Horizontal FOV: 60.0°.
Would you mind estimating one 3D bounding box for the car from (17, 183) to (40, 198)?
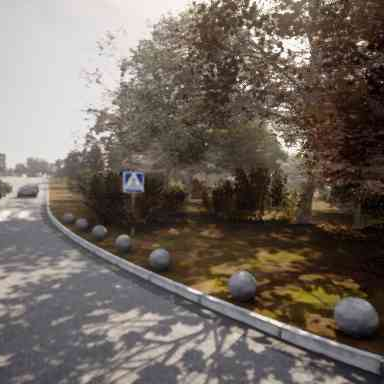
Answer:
[{"bbox_3d":[-18.507,-0.066,37.446,1.994,1.385,4.181,1,2,-24],"label":"car"}]

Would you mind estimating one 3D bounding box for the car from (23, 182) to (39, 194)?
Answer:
[{"bbox_3d":[-22.580,-0.606,46.697,1.812,1.442,4.674,1,3,-23],"label":"car"}]

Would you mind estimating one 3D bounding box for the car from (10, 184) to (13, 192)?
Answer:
[{"bbox_3d":[-25.307,-0.642,44.673,1.837,1.490,4.892,1,3,-23],"label":"car"}]

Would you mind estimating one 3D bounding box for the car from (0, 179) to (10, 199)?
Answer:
[{"bbox_3d":[-20.935,-0.394,34.868,2.150,2.045,5.566,1,2,-23],"label":"car"}]
